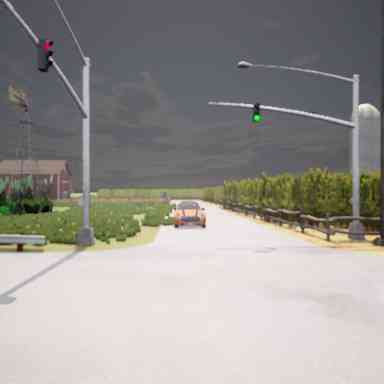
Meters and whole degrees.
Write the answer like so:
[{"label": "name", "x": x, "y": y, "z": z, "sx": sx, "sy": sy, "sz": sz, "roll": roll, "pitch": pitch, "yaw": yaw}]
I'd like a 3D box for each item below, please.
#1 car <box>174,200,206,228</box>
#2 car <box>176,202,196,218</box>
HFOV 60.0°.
[{"label": "car", "x": -0.193, "y": 1.476, "z": 23.433, "sx": 2.097, "sy": 1.767, "sz": 4.553, "roll": 0, "pitch": 0, "yaw": -3}, {"label": "car", "x": -0.665, "y": 1.766, "z": 33.665, "sx": 1.895, "sy": 1.301, "sz": 4.718, "roll": 0, "pitch": 0, "yaw": -3}]
